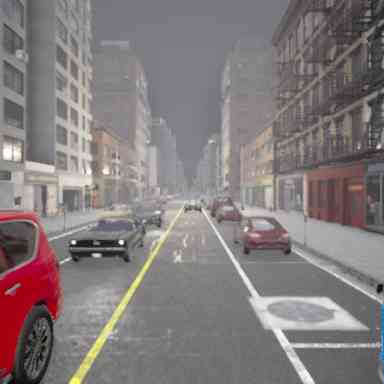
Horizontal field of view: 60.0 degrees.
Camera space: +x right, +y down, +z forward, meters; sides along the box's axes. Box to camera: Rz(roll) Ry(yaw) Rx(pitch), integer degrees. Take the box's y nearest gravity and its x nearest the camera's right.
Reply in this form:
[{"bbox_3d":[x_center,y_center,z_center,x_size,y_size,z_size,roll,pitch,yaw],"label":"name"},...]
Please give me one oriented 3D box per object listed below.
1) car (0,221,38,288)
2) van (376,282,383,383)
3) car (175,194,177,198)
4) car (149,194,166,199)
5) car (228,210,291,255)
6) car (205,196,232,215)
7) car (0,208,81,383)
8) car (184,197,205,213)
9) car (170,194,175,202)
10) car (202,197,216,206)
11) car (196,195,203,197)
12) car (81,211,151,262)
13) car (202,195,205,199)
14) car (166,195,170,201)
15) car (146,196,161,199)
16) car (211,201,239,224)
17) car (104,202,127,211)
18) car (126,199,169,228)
[{"bbox_3d":[-5.385,1.539,7.357,1.887,1.381,4.507,0,0,0],"label":"car"},{"bbox_3d":[2.638,1.340,1.683,1.690,1.788,3.998,0,0,0],"label":"van"},{"bbox_3d":[-5.371,1.447,81.221,2.008,1.369,4.403,0,0,0],"label":"car"},{"bbox_3d":[-5.377,1.262,47.130,2.192,1.841,5.009,0,0,0],"label":"car"},{"bbox_3d":[2.641,1.573,13.045,1.802,1.307,4.206,0,0,0],"label":"car"},{"bbox_3d":[2.645,1.286,30.089,2.192,1.841,5.009,0,0,0],"label":"car"},{"bbox_3d":[-2.846,1.220,2.355,2.150,2.045,5.566,0,0,0],"label":"car"},{"bbox_3d":[0.110,1.563,36.260,1.895,1.301,4.718,0,0,0],"label":"car"},{"bbox_3d":[-5.372,1.487,75.540,1.802,1.307,4.206,0,0,0],"label":"car"},{"bbox_3d":[2.649,1.490,52.814,2.008,1.369,4.403,0,0,0],"label":"car"},{"bbox_3d":[0.113,1.509,48.037,1.994,1.385,4.181,0,0,0],"label":"car"},{"bbox_3d":[-2.848,1.592,12.171,1.895,1.301,4.718,0,0,0],"label":"car"},{"bbox_3d":[2.647,1.395,41.452,1.967,1.590,4.097,0,0,0],"label":"car"},{"bbox_3d":[-5.375,1.371,58.494,1.967,1.590,4.097,0,0,0],"label":"car"},{"bbox_3d":[-5.378,1.521,41.449,1.947,1.339,4.313,0,0,0],"label":"car"},{"bbox_3d":[2.643,1.561,24.408,1.802,1.307,4.206,0,0,0],"label":"car"},{"bbox_3d":[-5.382,1.504,24.234,1.752,1.417,4.829,0,0,0],"label":"car"},{"bbox_3d":[-2.829,1.486,22.231,1.837,1.490,4.892,0,0,0],"label":"car"}]
